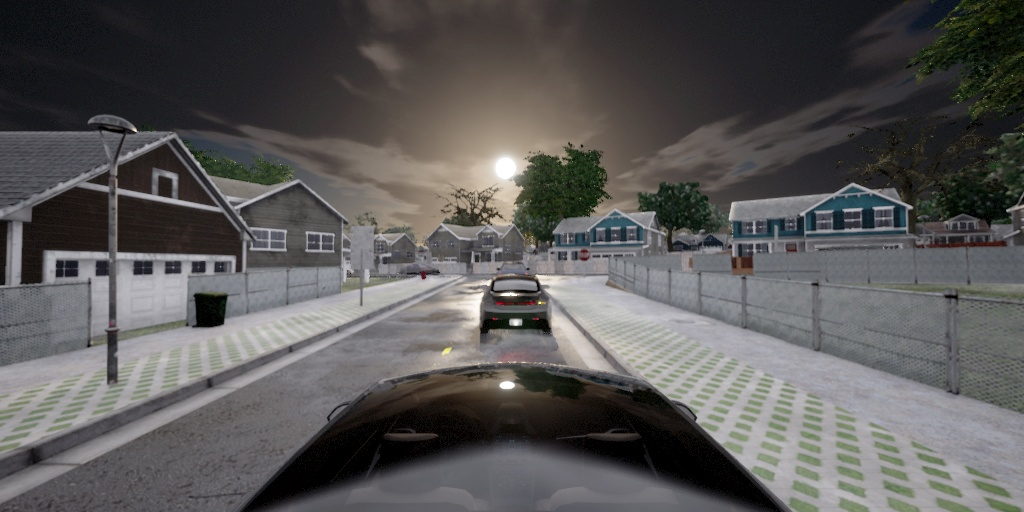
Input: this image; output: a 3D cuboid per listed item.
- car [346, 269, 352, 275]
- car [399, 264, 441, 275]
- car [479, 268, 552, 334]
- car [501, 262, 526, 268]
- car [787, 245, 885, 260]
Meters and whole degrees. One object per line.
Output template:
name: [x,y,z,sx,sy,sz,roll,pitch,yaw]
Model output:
car: [-24.248,2.115,49.881,4.181,1.385,1.994,-2,-2,30]
car: [-10.806,1.651,41.889,5.357,1.411,2.033,-2,-2,32]
car: [0.089,1.280,10.732,1.837,1.490,4.892,0,0,0]
car: [0.078,1.160,23.063,2.097,1.767,4.553,0,0,0]
car: [21.103,0.374,23.685,5.566,2.045,2.150,-2,-2,37]
